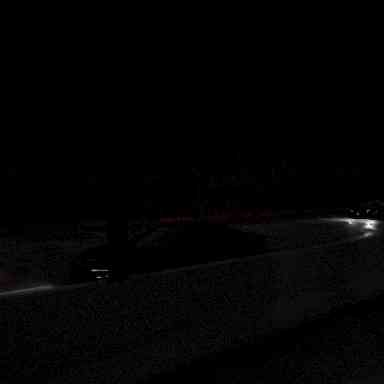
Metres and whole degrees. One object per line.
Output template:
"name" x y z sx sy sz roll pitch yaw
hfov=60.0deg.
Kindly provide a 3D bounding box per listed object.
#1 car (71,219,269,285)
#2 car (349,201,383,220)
"car" -0.300 1.471 8.091 5.008 1.535 1.882 0 0 -36
"car" 15.220 1.480 28.222 4.674 1.442 1.812 0 0 -37
